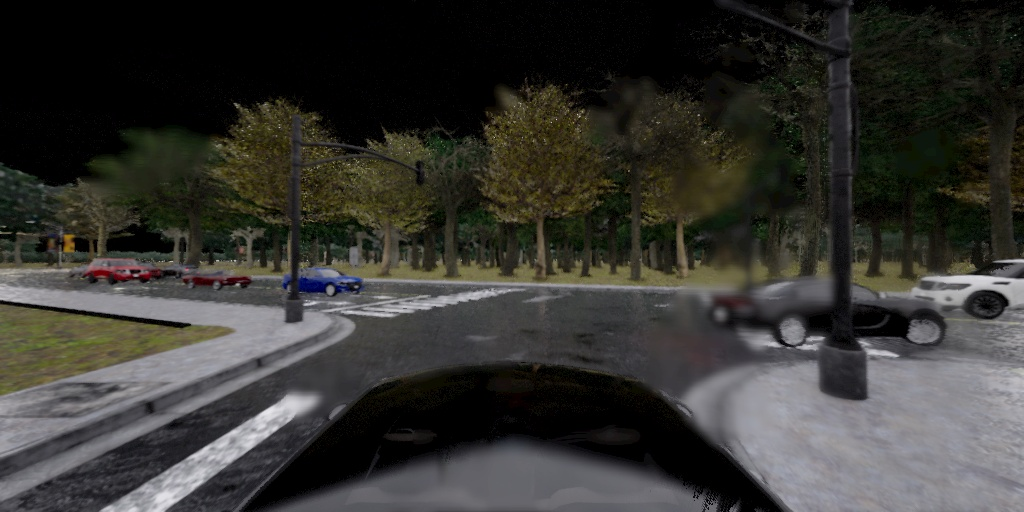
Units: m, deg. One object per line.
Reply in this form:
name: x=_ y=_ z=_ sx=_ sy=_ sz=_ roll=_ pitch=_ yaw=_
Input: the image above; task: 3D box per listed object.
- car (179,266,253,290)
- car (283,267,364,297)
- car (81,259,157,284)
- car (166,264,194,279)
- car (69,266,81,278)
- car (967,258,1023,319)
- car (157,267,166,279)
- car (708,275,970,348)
car: x=-19.907 y=1.560 z=24.280 sx=4.718 sy=1.301 sz=1.895 roll=0 pitch=-1 yaw=23
car: x=-10.709 y=1.404 z=20.388 sx=5.008 sy=1.535 sz=1.882 roll=0 pitch=-1 yaw=23
car: x=-32.459 y=1.225 z=29.603 sx=5.566 sy=2.045 sz=2.150 roll=0 pitch=-1 yaw=23
car: x=-35.031 y=1.597 z=37.841 sx=4.902 sy=1.511 sz=2.128 roll=0 pitch=-1 yaw=23
car: x=-45.868 y=1.646 z=38.894 sx=4.181 sy=1.385 sz=1.994 roll=0 pitch=-1 yaw=23
car: x=17.685 y=1.079 z=12.131 sx=5.566 sy=2.045 sz=2.150 roll=0 pitch=-1 yaw=23
car: x=-36.569 y=1.414 z=34.965 sx=4.553 sy=1.767 sz=2.097 roll=0 pitch=-1 yaw=23
car: x=7.592 y=1.280 z=8.866 sx=5.008 sy=1.535 sz=1.882 roll=0 pitch=-3 yaw=-1
